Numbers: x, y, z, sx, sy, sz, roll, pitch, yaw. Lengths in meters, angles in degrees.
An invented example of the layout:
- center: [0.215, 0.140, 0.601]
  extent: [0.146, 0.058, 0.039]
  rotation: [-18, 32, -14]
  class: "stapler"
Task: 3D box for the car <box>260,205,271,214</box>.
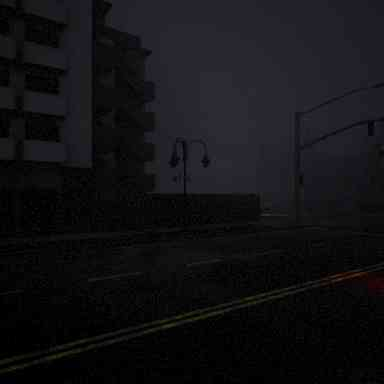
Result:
- center: [5.660, 1.547, 34.891]
  extent: [2.033, 1.411, 5.357]
  rotation: [0, 0, -37]
  class: "car"
